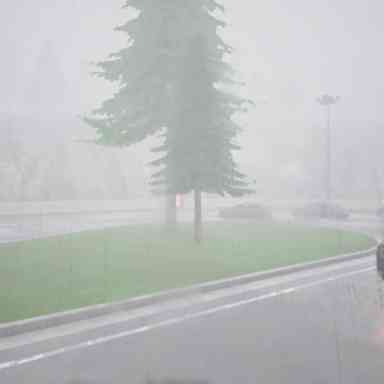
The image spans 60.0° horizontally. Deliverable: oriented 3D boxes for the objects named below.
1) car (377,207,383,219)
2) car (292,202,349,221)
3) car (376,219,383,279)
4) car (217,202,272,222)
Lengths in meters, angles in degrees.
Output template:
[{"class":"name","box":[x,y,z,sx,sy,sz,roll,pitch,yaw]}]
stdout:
[{"class":"car","box":[16.093,1.378,24.305,2.128,1.511,4.902,0,0,-26]},{"class":"car","box":[10.133,1.466,26.397,4.181,1.385,1.994,0,0,44]},{"class":"car","box":[6.522,1.464,8.513,4.892,1.490,1.837,-1,1,-37]},{"class":"car","box":[4.070,1.488,25.729,4.181,1.385,1.994,0,0,20]}]
